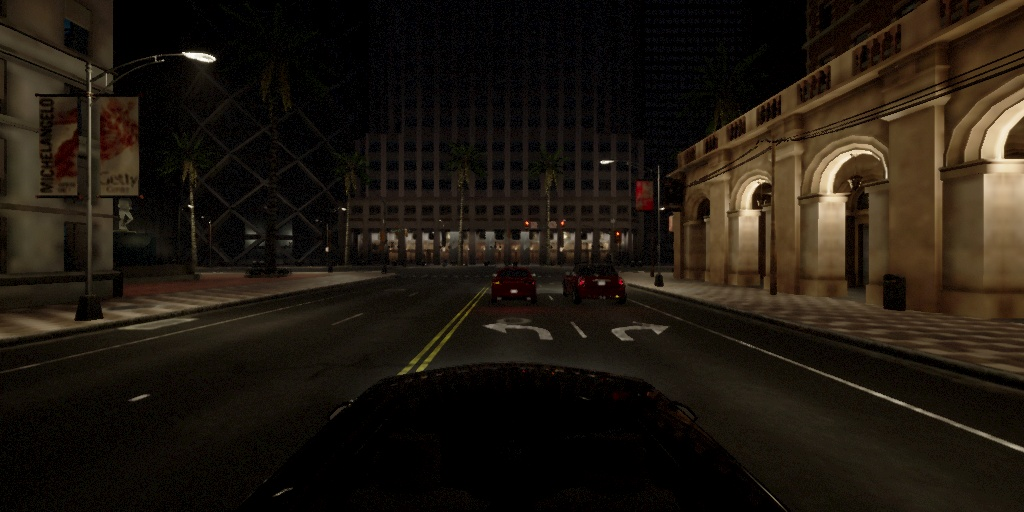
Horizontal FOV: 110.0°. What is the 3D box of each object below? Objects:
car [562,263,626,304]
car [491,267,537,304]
[{"bbox_3d":[3.596,1.115,16.426,2.097,1.767,4.553,0,0,0],"label":"car"},{"bbox_3d":[0.096,1.234,16.482,1.882,1.535,5.008,0,0,0],"label":"car"}]
